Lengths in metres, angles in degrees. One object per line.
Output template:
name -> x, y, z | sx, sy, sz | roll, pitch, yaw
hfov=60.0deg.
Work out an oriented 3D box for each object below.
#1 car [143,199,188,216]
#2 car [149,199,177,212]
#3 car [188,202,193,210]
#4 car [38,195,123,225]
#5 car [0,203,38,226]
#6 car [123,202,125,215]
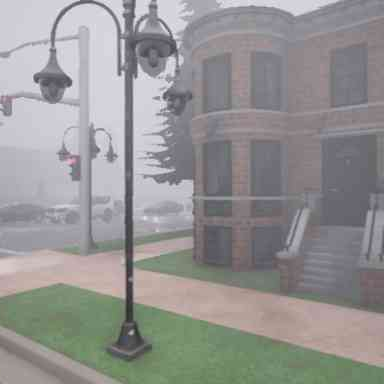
car -> -2.823, 1.621, 34.043 | 2.033, 1.411, 5.357 | 0, 0, 28
car -> -3.524, 1.616, 41.397 | 1.812, 1.442, 4.674 | 0, 0, 18
car -> 0.745, 1.684, 43.490 | 1.895, 1.301, 4.718 | 0, 0, 14
car -> -8.296, 1.293, 25.375 | 2.150, 2.045, 5.566 | 0, 0, 34
car -> -13.128, 1.588, 24.588 | 1.837, 1.490, 4.892 | 0, 0, 35
car -> -7.940, 1.576, 32.325 | 2.128, 1.511, 4.902 | 0, 0, 32
